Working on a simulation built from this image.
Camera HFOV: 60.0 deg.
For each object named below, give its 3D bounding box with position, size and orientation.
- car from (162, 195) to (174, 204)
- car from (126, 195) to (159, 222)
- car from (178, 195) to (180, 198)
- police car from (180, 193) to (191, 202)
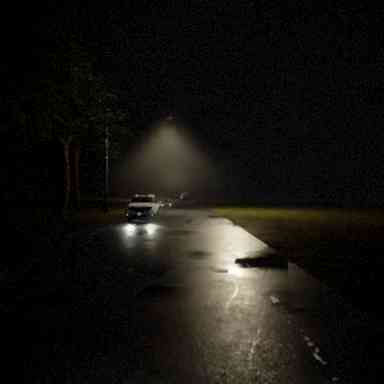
[{"bbox_3d":[-5.190,1.553,67.836,1.882,1.535,5.008,0,0,-3],"label":"car"},{"bbox_3d":[-3.884,1.243,26.899,2.150,2.045,5.566,0,0,-1],"label":"car"},{"bbox_3d":[-2.033,1.360,92.234,2.150,2.045,5.566,0,0,-4],"label":"car"},{"bbox_3d":[-1.414,1.531,82.306,1.930,1.638,5.238,0,0,-3],"label":"police car"}]
